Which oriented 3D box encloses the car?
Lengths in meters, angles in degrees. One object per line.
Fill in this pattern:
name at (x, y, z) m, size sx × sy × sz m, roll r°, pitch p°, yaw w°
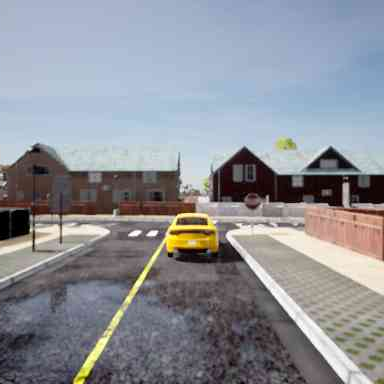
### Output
car at (0.036, 1.624, 13.813) m, size 1.882 × 1.535 × 5.008 m, roll 0°, pitch -1°, yaw 1°
